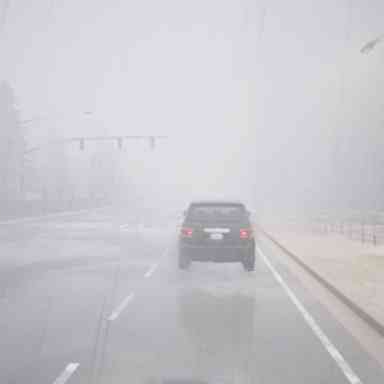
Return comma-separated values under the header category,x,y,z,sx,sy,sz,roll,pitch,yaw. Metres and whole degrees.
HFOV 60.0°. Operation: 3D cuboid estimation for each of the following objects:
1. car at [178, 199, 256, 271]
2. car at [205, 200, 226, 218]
category,x,y,z,sx,sy,sz,roll,pitch,yaw
car,0.822,1.237,11.207,2.150,2.045,5.566,0,0,4
car,2.302,1.558,32.245,1.882,1.535,5.008,0,0,4
